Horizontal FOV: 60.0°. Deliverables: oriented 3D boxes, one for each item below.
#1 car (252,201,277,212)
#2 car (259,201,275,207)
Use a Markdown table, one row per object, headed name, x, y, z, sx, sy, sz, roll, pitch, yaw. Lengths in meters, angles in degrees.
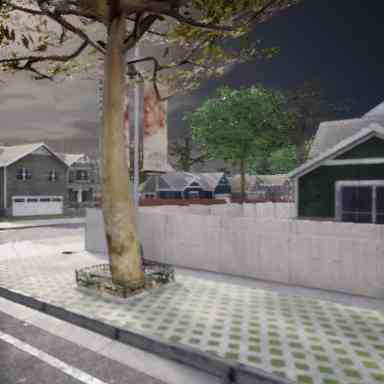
| name | x | y | z | sx | sy | sz | roll | pitch | yaw |
| --- | --- | --- | --- | --- | --- | --- | --- | --- | --- |
| car | 11.291 | 2.139 | 51.354 | 2.128 | 1.511 | 4.902 | 0 | 0 | 34 |
| car | 11.161 | 2.215 | 46.194 | 1.895 | 1.301 | 4.718 | 0 | 0 | 35 |
